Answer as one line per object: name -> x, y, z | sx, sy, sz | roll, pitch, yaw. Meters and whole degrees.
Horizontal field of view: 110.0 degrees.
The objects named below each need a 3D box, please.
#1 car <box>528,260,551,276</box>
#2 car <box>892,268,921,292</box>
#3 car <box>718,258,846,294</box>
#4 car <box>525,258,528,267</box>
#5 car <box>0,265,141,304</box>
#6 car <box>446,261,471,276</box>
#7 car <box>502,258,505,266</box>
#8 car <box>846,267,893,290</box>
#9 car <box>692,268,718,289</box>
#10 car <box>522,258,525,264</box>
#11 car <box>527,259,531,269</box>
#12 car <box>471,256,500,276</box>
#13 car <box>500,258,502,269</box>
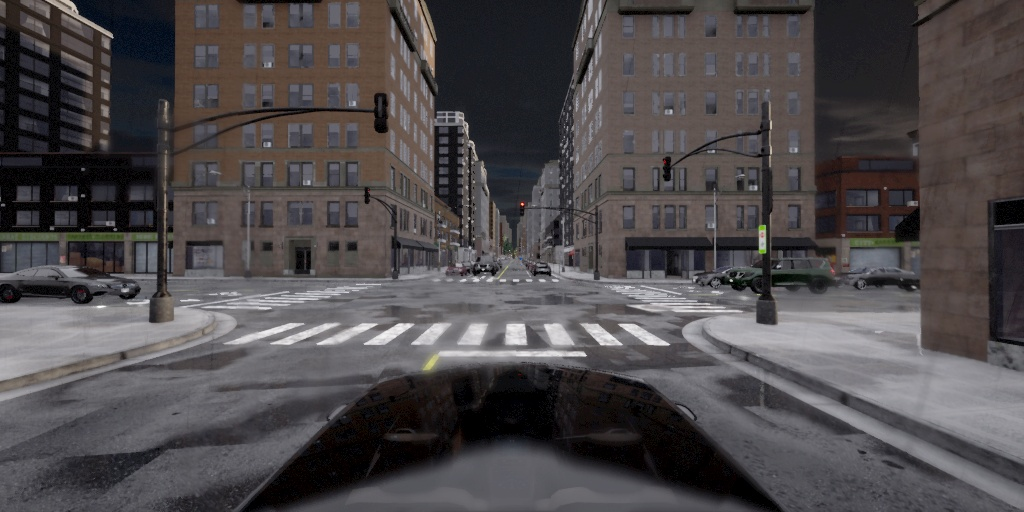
car -> 2.965, 1.319, 36.219 | 1.948, 1.339, 4.313 | 0, 0, 1
car -> 25.716, 1.551, 20.933 | 4.718, 1.301, 1.895 | 0, -1, 0
car -> 15.614, 1.105, 20.998 | 5.566, 2.045, 2.150 | 0, -1, 0
car -> 3.100, 1.303, 47.279 | 2.007, 1.370, 4.403 | 0, 0, 1
car -> -17.929, 1.106, 14.506 | 4.674, 1.442, 1.812 | 0, -1, 1
car -> -5.561, 1.336, 36.319 | 1.802, 1.307, 4.207 | 0, 0, 1
car -> -2.525, 1.353, 58.170 | 1.895, 1.301, 4.718 | 0, 0, 1
car -> 24.229, 1.464, 24.189 | 4.902, 1.511, 2.128 | 0, -1, 0
car -> 14.824, 1.402, 24.245 | 4.902, 1.511, 2.128 | 0, -1, 2
car -> 3.303, 1.316, 63.870 | 1.948, 1.339, 4.313 | 0, 0, 1
car -> 3.033, 1.298, 41.749 | 1.888, 1.381, 4.507 | 0, 0, 1
car -> -2.784, 0.976, 37.826 | 2.150, 2.045, 5.566 | 0, 0, 1
car -> -2.661, 1.258, 47.914 | 1.837, 1.490, 4.892 | 0, 0, 1
